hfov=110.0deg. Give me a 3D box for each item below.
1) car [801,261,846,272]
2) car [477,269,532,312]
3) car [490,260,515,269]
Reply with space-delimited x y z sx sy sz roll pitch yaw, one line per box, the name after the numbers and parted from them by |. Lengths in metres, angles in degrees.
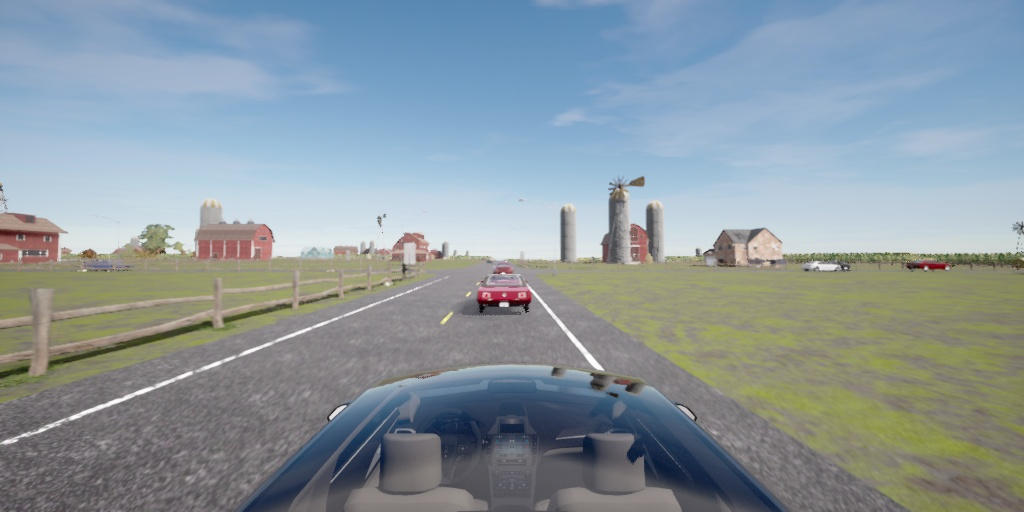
42.364 1.434 49.197 4.674 1.442 1.812 0 -1 -2 | car
-0.312 1.355 14.312 1.895 1.301 4.718 0 0 -1 | car
-0.744 1.296 32.282 1.812 1.442 4.674 0 0 0 | car
